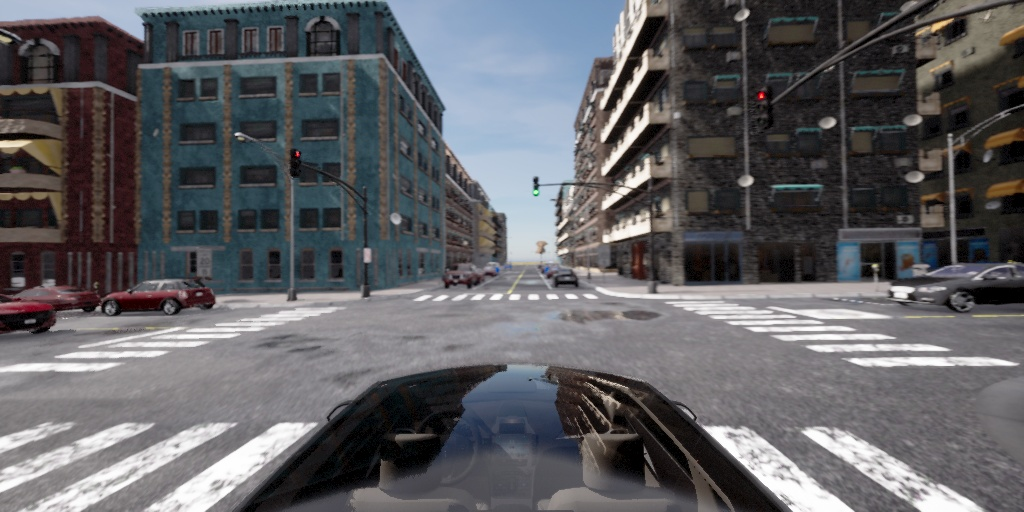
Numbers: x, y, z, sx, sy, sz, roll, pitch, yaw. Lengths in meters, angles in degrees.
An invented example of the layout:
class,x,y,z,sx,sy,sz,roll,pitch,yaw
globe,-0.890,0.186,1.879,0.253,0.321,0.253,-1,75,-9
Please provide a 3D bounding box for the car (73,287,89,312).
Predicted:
class,x,y,z,sx,sy,sz,roll,pitch,yaw
car,-21.581,2.084,16.667,4.207,1.307,1.802,0,0,3

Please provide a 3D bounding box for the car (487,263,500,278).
class,x,y,z,sx,sy,sz,roll,pitch,yaw
car,-2.946,1.941,44.492,1.888,1.381,4.507,0,0,3

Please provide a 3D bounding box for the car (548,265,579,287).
class,x,y,z,sx,sy,sz,roll,pitch,yaw
car,4.039,1.635,27.445,1.948,1.339,4.313,0,0,3

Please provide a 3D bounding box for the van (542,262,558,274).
class,x,y,z,sx,sy,sz,roll,pitch,yaw
van,4.922,1.633,44.076,1.690,1.789,3.998,0,0,3

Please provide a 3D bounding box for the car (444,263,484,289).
class,x,y,z,sx,sy,sz,roll,pitch,yaw
car,-3.829,1.488,27.861,2.192,1.841,5.009,0,0,3

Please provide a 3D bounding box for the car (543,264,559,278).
class,x,y,z,sx,sy,sz,roll,pitch,yaw
car,4.628,1.801,38.532,1.802,1.307,4.207,0,0,3

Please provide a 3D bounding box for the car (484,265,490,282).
class,x,y,z,sx,sy,sz,roll,pitch,yaw
car,-3.535,1.793,33.404,1.888,1.381,4.507,0,0,3

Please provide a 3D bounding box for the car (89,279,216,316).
class,x,y,z,sx,sy,sz,roll,pitch,yaw
car,-16.044,1.800,16.336,4.097,1.591,1.967,0,0,3

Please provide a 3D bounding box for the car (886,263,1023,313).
class,x,y,z,sx,sy,sz,roll,pitch,yaw
car,15.547,0.998,11.962,4.902,1.511,2.128,-1,-1,3

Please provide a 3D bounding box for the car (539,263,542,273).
class,x,y,z,sx,sy,sz,roll,pitch,yaw
car,5.510,1.880,55.164,1.967,1.591,4.097,0,0,3

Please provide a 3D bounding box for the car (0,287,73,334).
class,x,y,z,sx,sy,sz,roll,pitch,yaw
car,-17.082,1.772,10.981,5.008,1.535,1.882,-1,-1,3
